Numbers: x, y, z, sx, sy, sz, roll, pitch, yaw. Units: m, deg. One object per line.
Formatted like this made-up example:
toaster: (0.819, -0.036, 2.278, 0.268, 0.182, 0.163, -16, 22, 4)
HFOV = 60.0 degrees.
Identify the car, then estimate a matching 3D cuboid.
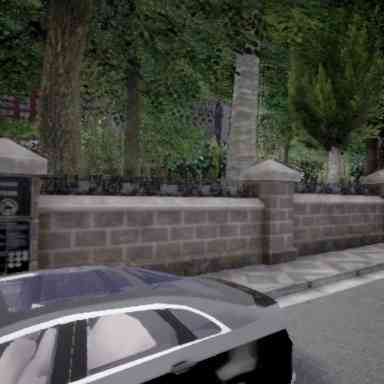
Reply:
car: (-1.321, 1.447, 2.466, 4.902, 1.511, 2.128, 0, 1, -35)
